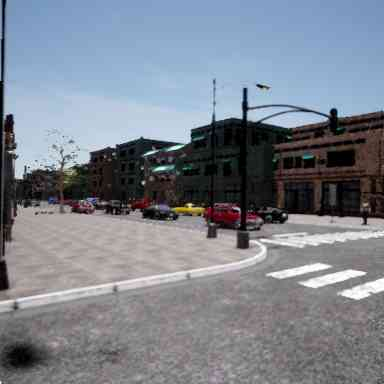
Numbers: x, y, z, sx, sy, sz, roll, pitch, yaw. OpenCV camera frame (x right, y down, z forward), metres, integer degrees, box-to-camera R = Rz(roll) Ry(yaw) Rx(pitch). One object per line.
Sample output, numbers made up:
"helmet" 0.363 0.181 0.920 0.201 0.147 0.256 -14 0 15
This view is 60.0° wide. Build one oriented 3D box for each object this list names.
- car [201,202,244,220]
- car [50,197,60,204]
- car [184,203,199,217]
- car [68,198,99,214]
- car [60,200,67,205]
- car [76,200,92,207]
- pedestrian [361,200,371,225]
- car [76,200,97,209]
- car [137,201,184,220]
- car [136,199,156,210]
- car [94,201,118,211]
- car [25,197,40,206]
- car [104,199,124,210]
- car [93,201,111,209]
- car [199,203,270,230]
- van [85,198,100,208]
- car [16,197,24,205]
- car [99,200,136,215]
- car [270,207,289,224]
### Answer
"car" 2.885 1.794 32.298 1.967 1.590 4.097 1 -1 -35
"car" -35.089 2.568 86.982 1.802 1.307 4.206 1 -1 -35
"car" -0.377 1.934 36.993 1.752 1.417 4.829 1 -1 -35
"car" -13.490 1.797 41.189 1.967 1.590 4.097 1 -1 -35
"car" -28.760 2.463 77.868 1.802 1.307 4.206 1 -1 -35
"car" -22.431 2.320 68.754 1.887 1.381 4.507 1 -1 -35
"pedestrian" 12.376 1.432 23.809 0.375 1.860 0.375 1 0 -35
"car" -18.853 2.180 59.075 2.033 1.411 5.357 1 -1 -35
"car" -2.934 1.828 30.537 1.994 1.385 4.181 1 -1 -35
"car" -6.608 1.827 45.971 2.192 1.841 5.009 1 -1 -35
"car" -13.220 2.140 50.952 1.895 1.301 4.718 1 -1 -35
"car" -32.477 2.223 68.531 2.008 1.369 4.403 1 -1 -35
"car" -12.937 2.058 55.083 1.967 1.590 4.097 1 -1 -35
"car" -16.102 2.252 59.639 1.802 1.307 4.206 1 -1 -35
"car" 2.718 1.694 22.344 1.812 1.442 4.674 1 -1 -34
"van" -19.266 2.064 64.199 1.690 1.788 3.998 1 -1 -35
"car" -38.806 2.093 77.649 2.192 1.841 5.009 1 -1 -35
"car" -8.814 1.868 39.013 1.837 1.490 4.892 1 -1 -35
"car" 6.049 1.867 27.739 1.947 1.339 4.313 1 -1 -35
